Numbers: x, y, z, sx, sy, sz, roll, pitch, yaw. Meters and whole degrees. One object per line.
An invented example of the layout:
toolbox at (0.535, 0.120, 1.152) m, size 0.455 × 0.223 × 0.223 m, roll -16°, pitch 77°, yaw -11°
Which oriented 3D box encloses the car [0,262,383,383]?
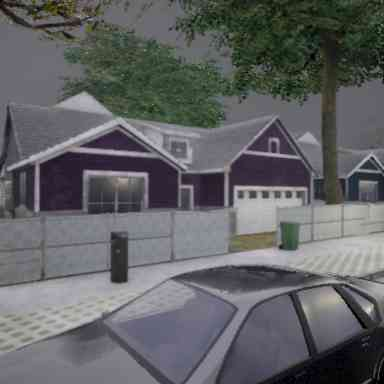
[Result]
car at (0.458, 1.548, 3.400) m, size 5.357 × 1.411 × 2.033 m, roll 0°, pitch 0°, yaw -35°
